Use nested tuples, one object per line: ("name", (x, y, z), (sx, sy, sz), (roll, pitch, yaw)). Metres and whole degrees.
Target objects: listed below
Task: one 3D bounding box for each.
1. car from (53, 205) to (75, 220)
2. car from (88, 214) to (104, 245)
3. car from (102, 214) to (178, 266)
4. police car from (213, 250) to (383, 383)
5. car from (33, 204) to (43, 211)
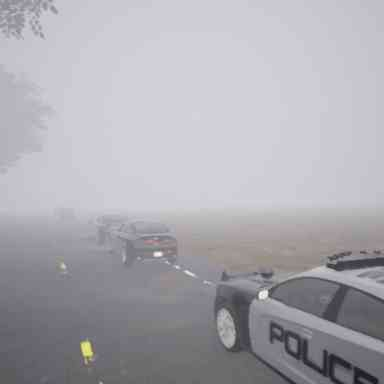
("car", (-14.735, 2.526, 38.882), (2.033, 1.411, 5.357), (1, -2, -24))
("car", (-4.527, 1.964, 18.482), (1.837, 1.490, 4.892), (1, -2, -24))
("car", (-2.082, 1.830, 13.002), (1.837, 1.490, 4.892), (1, -2, -24))
("police car", (1.948, 1.531, 3.972), (1.930, 1.638, 5.238), (1, -2, -24))
("car", (-35.610, 3.476, 76.981), (2.097, 1.767, 4.553), (1, -2, -24))
